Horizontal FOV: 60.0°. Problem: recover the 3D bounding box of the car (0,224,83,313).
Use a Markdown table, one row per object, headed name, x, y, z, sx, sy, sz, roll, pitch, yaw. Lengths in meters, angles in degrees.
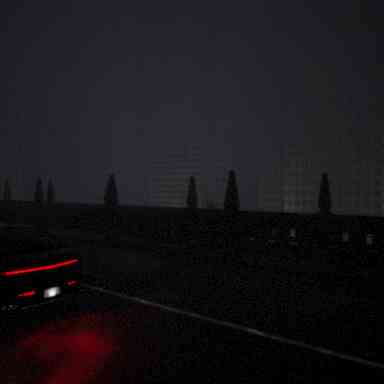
| name | x | y | z | sx | sy | sz | roll | pitch | yaw |
| --- | --- | --- | --- | --- | --- | --- | --- | --- | --- |
| car | -4.362 | 1.445 | 7.102 | 4.892 | 1.490 | 1.837 | 1 | 0 | 36 |
